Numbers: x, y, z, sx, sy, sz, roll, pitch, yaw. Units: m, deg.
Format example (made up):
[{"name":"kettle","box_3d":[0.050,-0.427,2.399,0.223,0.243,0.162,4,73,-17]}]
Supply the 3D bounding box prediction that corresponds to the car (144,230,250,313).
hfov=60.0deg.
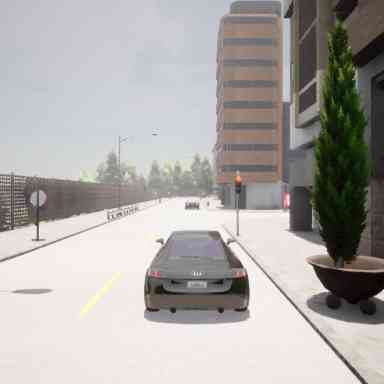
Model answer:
[{"name":"car","box_3d":[0.085,1.564,7.730,1.994,1.385,4.181,0,0,0]}]

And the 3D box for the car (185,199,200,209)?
[{"name":"car","box_3d":[0.028,1.601,43.877,1.895,1.301,4.718,0,0,-1]}]
